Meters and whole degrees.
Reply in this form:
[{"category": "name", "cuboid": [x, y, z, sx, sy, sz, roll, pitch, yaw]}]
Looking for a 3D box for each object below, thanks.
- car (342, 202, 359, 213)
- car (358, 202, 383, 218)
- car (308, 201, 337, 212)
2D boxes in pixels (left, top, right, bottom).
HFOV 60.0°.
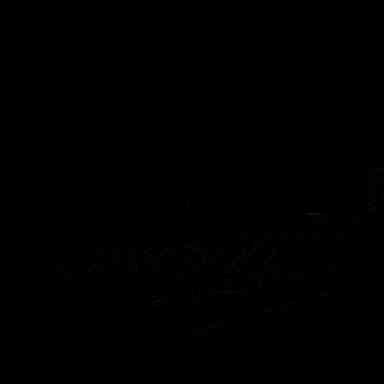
[{"category": "car", "cuboid": [19.350, 1.761, 37.765, 1.887, 1.381, 4.507, 0, 0, -36]}, {"category": "car", "cuboid": [17.908, 1.710, 29.641, 1.895, 1.301, 4.718, 1, -1, -37]}, {"category": "car", "cuboid": [15.957, 1.799, 42.462, 1.752, 1.417, 4.829, 0, 0, -36]}]
